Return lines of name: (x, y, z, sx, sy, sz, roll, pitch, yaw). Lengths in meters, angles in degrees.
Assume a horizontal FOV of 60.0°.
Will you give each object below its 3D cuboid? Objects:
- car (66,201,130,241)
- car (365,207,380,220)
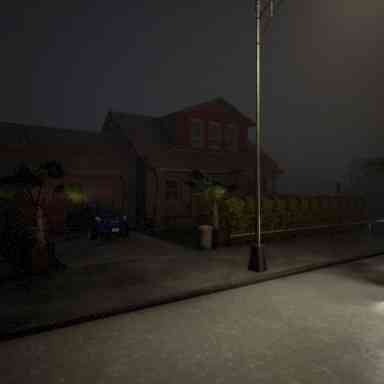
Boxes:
car: (-4.134, 1.174, 14.517, 1.845, 1.501, 3.633, 0, 0, -38)
car: (13.091, 1.526, 27.851, 1.812, 1.442, 4.674, 0, 0, -35)
